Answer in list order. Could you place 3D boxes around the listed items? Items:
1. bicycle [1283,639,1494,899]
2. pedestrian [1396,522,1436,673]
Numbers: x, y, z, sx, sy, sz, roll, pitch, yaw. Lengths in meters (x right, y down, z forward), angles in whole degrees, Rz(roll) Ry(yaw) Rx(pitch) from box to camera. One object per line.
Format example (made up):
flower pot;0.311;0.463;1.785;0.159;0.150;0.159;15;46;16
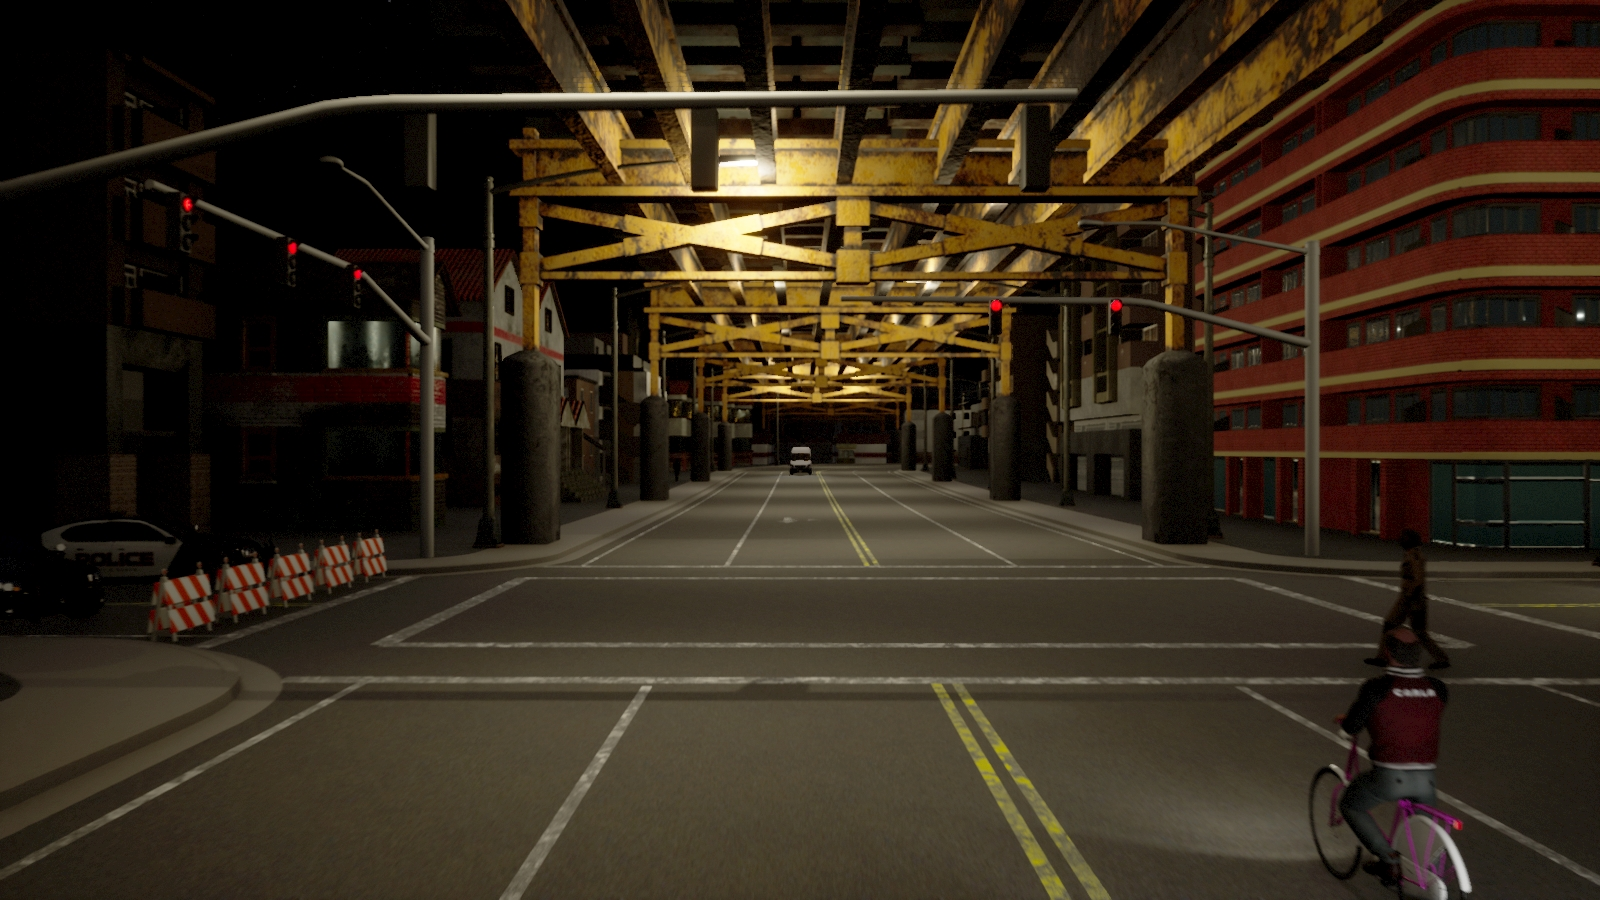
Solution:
bicycle;3.491;2.048;6.938;0.329;1.496;1.835;0;0;0
pedestrian;7.783;1.849;14.442;0.375;1.860;0.375;0;0;15
